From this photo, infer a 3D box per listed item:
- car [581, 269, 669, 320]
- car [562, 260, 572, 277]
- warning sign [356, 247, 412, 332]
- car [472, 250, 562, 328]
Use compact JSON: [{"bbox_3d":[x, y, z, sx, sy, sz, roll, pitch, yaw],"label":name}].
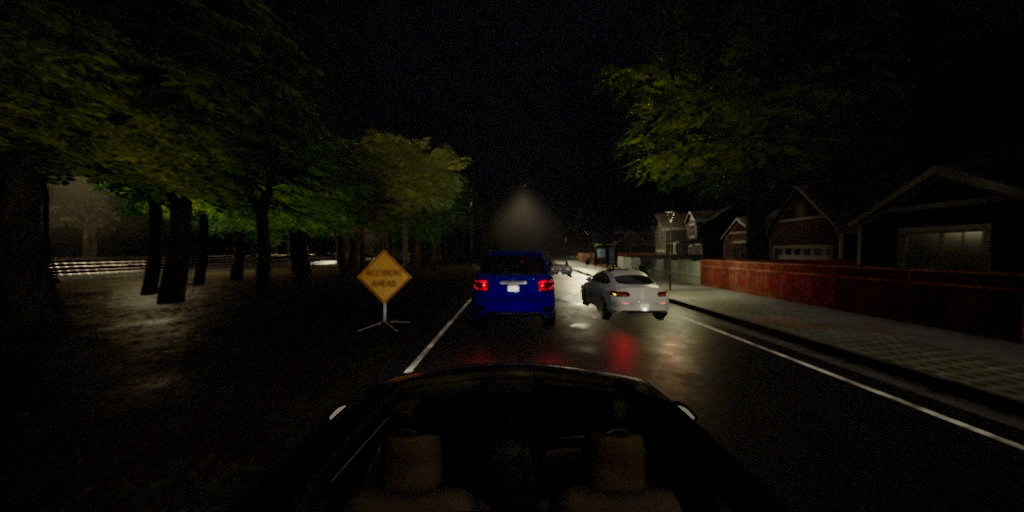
[{"bbox_3d":[3.574,1.145,11.943,1.812,1.442,4.674,0,1,0],"label":"car"},{"bbox_3d":[3.593,0.969,28.961,1.895,1.301,4.718,0,1,0],"label":"car"},{"bbox_3d":[-3.046,0.779,8.597,1.300,1.860,1.060,0,0,0],"label":"warning sign"},{"bbox_3d":[0.068,0.849,11.119,2.150,2.045,5.566,0,0,1],"label":"car"}]
